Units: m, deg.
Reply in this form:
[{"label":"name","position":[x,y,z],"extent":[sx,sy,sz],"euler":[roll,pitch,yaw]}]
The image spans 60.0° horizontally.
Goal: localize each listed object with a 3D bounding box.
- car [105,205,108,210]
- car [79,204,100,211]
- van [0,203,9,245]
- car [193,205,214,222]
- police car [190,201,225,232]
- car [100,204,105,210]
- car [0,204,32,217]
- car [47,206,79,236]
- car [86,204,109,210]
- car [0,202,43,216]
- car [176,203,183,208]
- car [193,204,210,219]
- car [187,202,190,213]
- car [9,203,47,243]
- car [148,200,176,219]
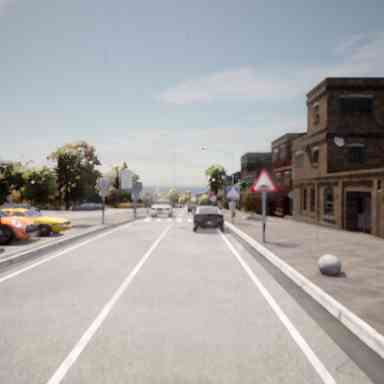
[{"label":"car","position":[-21.768,3.315,73.716],"extent":[5.008,1.535,2.097],"euler":[0,-2,0]},{"label":"car","position":[-21.789,3.133,67.170],"extent":[4.674,1.452,2.002],"euler":[0,-2,0]},{"label":"van","position":[-9.639,1.277,12.346],"extent":[4.442,1.987,1.878],"euler":[0,-1,0]},{"label":"car","position":[1.011,1.951,31.563],"extent":[1.837,1.490,4.892],"euler":[0,-2,0]},{"label":"police car","position":[1.011,1.583,21.656],"extent":[1.930,1.638,5.238],"euler":[1,0,0]},{"label":"car","position":[-21.772,3.205,70.445],"extent":[4.892,1.521,2.231],"euler":[0,-2,0]},{"label":"car","position":[-21.876,2.202,39.679],"extent":[4.674,1.452,2.002],"euler":[0,-2,0]},{"label":"car","position":[-9.363,1.586,18.298],"extent":[5.366,1.575,1.946],"euler":[0,-1,0]},{"label":"car","position":[-21.746,3.462,76.862],"extent":[4.674,1.452,2.002],"euler":[0,-2,0]},{"label":"car","position":[-21.934,2.142,42.854],"extent":[4.553,1.767,2.185],"euler":[0,-2,0]},{"label":"car","position":[-3.043,3.330,77.928],"extent":[1.882,1.535,5.008],"euler":[0,-2,0]},{"label":"car","position":[1.029,2.153,37.565],"extent":[1.837,1.490,4.892],"euler":[0,-2,0]},{"label":"car","position":[0.131,2.848,58.117],"extent":[1.837,1.490,4.892],"euler":[0,-2,0]},{"label":"car","position":[-9.567,1.415,15.382],"extent":[4.553,1.767,2.185],"euler":[0,-1,0]},{"label":"car","position":[-3.292,1.849,37.185],"extent":[2.150,2.045,5.566],"euler":[0,-2,0]}]
